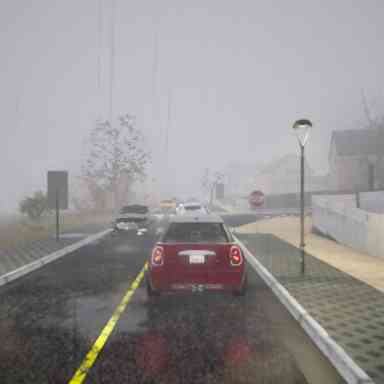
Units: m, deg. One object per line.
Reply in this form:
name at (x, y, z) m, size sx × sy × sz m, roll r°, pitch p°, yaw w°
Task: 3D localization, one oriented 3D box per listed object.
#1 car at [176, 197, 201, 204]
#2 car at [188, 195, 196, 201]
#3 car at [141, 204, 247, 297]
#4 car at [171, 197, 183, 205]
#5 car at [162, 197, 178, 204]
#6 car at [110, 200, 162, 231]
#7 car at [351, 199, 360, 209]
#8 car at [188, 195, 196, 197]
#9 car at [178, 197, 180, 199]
car at (0.062, 1.437, 23.366) m, size 1.812 × 1.442 × 4.674 m, roll -3°, pitch 3°, yaw 0°
car at (0.007, 1.457, 78.979) m, size 1.812 × 1.442 × 4.674 m, roll 0°, pitch 0°, yaw 0°
car at (0.100, 1.357, 8.752) m, size 2.097 × 1.767 × 4.553 m, roll 0°, pitch 0°, yaw 0°
car at (-2.790, 1.668, 62.522) m, size 1.895 × 1.301 × 4.718 m, roll 0°, pitch 0°, yaw 1°
car at (-2.784, 1.508, 37.009) m, size 1.882 × 1.535 × 5.008 m, roll 0°, pitch 0°, yaw -2°
car at (-2.749, 1.324, 16.462) m, size 1.837 × 1.490 × 4.892 m, roll 0°, pitch 0°, yaw 0°
car at (14.209, 0.726, 24.440) m, size 4.718 × 1.301 × 1.895 m, roll -3°, pitch 0°, yaw 14°
car at (0.007, 1.639, 68.972) m, size 1.994 × 1.385 × 4.181 m, roll 0°, pitch 0°, yaw 0°
car at (-2.832, 1.572, 48.757) m, size 1.812 × 1.442 × 4.674 m, roll 0°, pitch 0°, yaw 0°
